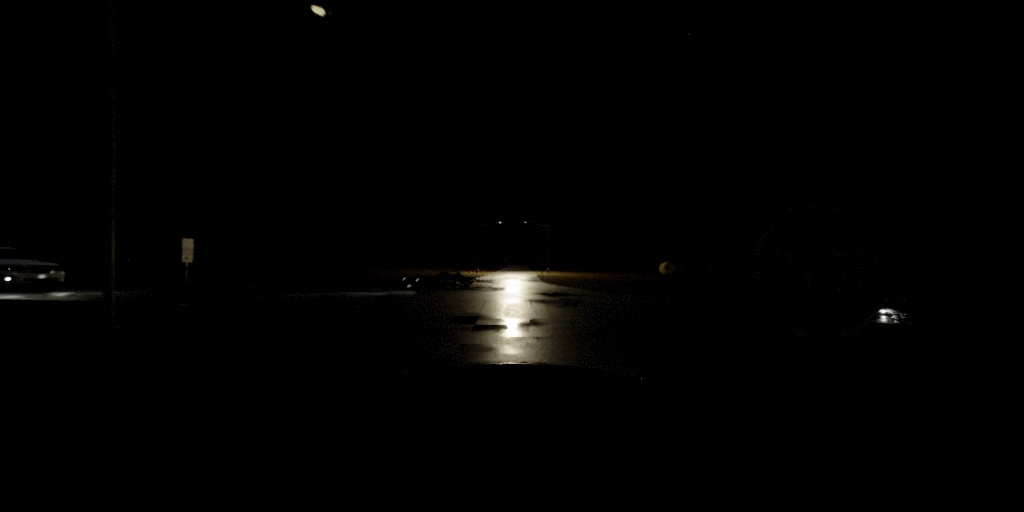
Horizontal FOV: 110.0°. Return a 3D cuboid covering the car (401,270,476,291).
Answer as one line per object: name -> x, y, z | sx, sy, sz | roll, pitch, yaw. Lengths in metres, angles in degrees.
car -> -4.704, 1.550, 23.286 | 1.895, 1.301, 4.718 | 0, -2, 42

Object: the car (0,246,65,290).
car -> -23.992, 0.508, 16.310 | 5.566, 2.045, 2.150 | 1, -2, 2

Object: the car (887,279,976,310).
car -> 20.950, 1.940, 18.701 | 4.892, 1.490, 1.837 | 1, -2, 2
